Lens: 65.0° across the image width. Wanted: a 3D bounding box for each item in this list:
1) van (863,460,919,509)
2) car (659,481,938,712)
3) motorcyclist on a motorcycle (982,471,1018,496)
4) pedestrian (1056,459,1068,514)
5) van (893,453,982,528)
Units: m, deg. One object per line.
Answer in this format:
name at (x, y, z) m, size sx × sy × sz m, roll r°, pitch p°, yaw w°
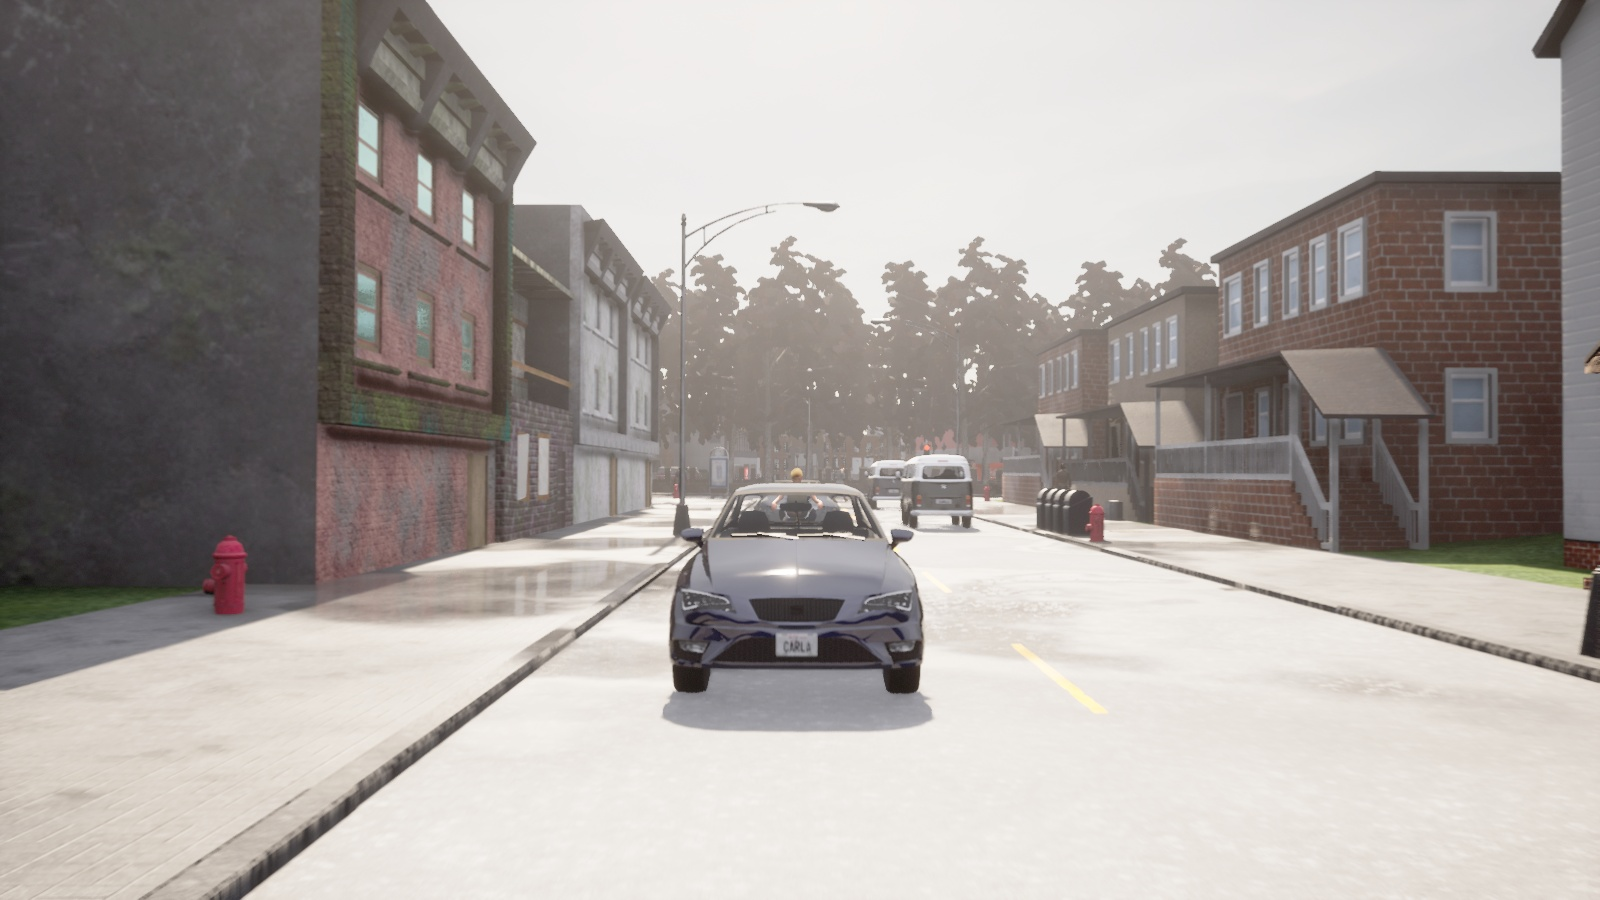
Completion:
van at (3.897, 1.465, 54.383) m, size 2.069 × 2.038 × 4.480 m, roll 0°, pitch -1°, yaw 0°
car at (-0.018, 1.008, 10.296) m, size 1.816 × 1.474 × 4.193 m, roll 0°, pitch -1°, yaw 0°
motorcyclist on a motorcycle at (12.356, 2.091, 77.535) m, size 2.044 × 1.523 × 0.797 m, roll 0°, pitch 0°, yaw -4°
pedestrian at (8.715, 1.214, 41.805) m, size 0.328 × 1.805 × 0.869 m, roll 0°, pitch -1°, yaw 15°
van at (3.930, 1.157, 36.618) m, size 2.069 × 2.038 × 4.480 m, roll 0°, pitch -1°, yaw 0°
